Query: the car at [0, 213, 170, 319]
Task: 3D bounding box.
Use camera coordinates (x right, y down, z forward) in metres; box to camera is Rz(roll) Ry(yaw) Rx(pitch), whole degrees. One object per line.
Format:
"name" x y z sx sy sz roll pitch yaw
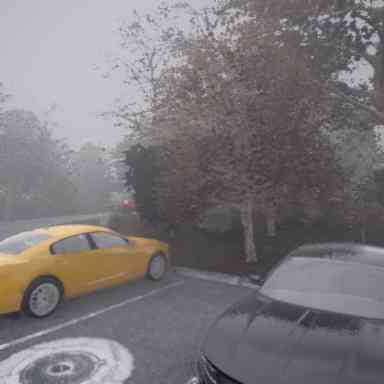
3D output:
"car" -2.555 1.493 7.633 2.097 1.535 5.008 0 0 36

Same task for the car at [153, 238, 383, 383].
"car" 1.984 1.480 4.407 2.097 1.535 5.008 0 0 36

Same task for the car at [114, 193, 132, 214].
"car" -4.221 0.951 31.269 2.150 2.045 5.566 -4 -1 35

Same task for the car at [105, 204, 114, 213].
"car" -6.723 1.462 33.700 1.994 1.385 4.181 -4 -1 35

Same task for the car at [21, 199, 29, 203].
"car" -29.629 1.367 57.547 2.128 1.511 4.902 -4 -1 35
